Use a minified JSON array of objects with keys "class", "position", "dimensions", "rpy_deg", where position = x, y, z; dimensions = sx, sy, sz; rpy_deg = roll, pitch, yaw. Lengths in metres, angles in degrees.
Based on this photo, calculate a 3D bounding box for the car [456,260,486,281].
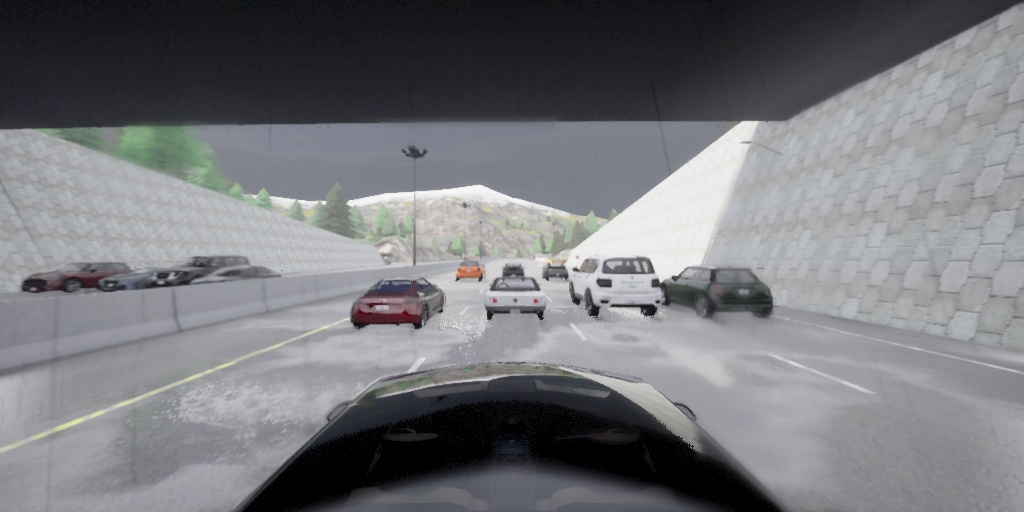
[{"class":"car","position":[-3.391,1.135,30.290],"dimensions":[2.097,1.767,4.553],"rpy_deg":[0,0,0]}]

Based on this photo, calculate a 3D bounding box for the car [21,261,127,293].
[{"class":"car","position":[-24.592,1.121,20.669],"dimensions":[2.097,1.767,4.553],"rpy_deg":[0,0,0]}]

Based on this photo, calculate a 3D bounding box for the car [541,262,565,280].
[{"class":"car","position":[3.609,1.276,30.558],"dimensions":[2.128,1.511,4.902],"rpy_deg":[0,0,0]}]

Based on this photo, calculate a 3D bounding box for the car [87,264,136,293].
[{"class":"car","position":[-21.093,1.334,20.838],"dimensions":[1.994,1.385,4.181],"rpy_deg":[0,0,0]}]

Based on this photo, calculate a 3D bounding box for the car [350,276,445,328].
[{"class":"car","position":[-3.397,1.325,11.407],"dimensions":[1.994,1.385,4.181],"rpy_deg":[0,0,0]}]

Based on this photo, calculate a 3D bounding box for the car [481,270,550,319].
[{"class":"car","position":[0.103,1.364,12.861],"dimensions":[1.895,1.301,4.718],"rpy_deg":[0,0,0]}]

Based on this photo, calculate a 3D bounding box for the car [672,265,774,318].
[{"class":"car","position":[7.102,1.117,13.105],"dimensions":[2.097,1.767,4.553],"rpy_deg":[0,0,0]}]

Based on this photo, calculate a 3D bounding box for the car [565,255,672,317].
[{"class":"car","position":[3.602,0.986,13.397],"dimensions":[2.150,2.045,5.566],"rpy_deg":[0,0,0]}]

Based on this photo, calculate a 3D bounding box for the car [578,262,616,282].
[{"class":"car","position":[7.109,1.277,30.553],"dimensions":[2.128,1.511,4.902],"rpy_deg":[0,0,0]}]

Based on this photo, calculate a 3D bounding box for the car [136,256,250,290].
[{"class":"car","position":[-17.594,0.994,20.722],"dimensions":[2.150,2.045,5.566],"rpy_deg":[0,0,0]}]

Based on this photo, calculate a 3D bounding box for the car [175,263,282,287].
[{"class":"car","position":[-14.095,1.273,18.560],"dimensions":[1.837,1.490,4.892],"rpy_deg":[0,0,0]}]

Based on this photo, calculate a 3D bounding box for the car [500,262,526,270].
[{"class":"car","position":[0.109,1.289,30.622],"dimensions":[1.837,1.490,4.892],"rpy_deg":[0,0,0]}]
